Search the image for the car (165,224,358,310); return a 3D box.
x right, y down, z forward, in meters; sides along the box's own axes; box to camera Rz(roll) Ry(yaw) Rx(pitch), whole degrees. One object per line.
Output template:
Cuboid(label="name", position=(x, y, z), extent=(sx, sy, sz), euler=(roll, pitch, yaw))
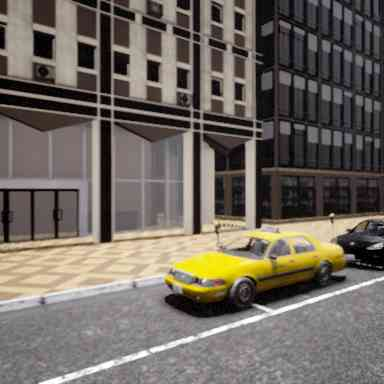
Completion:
Cuboid(label="car", position=(1.689, 1.526, 7.776), extent=(4.829, 1.417, 1.752), euler=(0, 0, -36))

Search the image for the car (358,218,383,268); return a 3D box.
Cuboid(label="car", position=(6.460, 1.566, 11.188), extent=(4.313, 1.339, 1.947), euler=(0, 0, -36))
